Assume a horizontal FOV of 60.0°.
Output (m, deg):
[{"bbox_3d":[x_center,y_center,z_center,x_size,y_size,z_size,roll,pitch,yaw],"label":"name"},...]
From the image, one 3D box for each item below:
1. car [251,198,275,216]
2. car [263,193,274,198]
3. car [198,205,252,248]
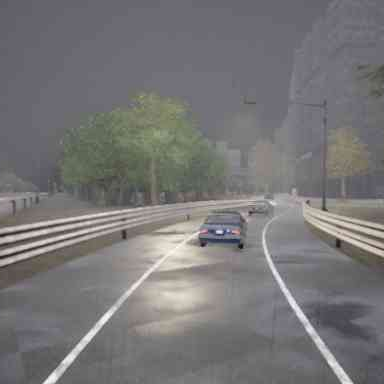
[{"bbox_3d":[6.812,1.567,32.469,2.033,1.411,5.357,0,0,22],"label":"car"},{"bbox_3d":[20.270,1.197,88.057,2.150,2.045,5.566,0,0,2],"label":"car"},{"bbox_3d":[1.519,1.553,15.034,2.033,1.411,5.357,0,0,11],"label":"car"}]
